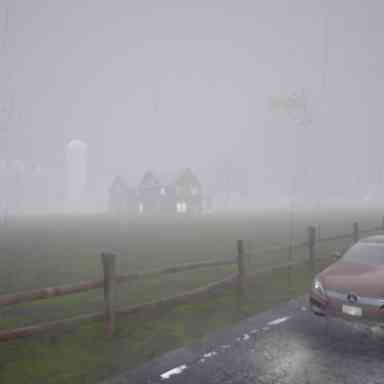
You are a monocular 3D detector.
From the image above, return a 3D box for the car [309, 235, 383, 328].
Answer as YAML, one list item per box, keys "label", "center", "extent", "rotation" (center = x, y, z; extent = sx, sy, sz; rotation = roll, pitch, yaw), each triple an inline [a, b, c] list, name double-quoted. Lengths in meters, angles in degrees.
- label: "car"
  center: [4.236, 1.685, 7.078]
  extent: [1.812, 1.442, 4.674]
  rotation: [-3, -3, 45]
